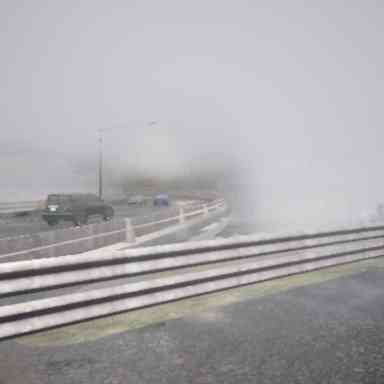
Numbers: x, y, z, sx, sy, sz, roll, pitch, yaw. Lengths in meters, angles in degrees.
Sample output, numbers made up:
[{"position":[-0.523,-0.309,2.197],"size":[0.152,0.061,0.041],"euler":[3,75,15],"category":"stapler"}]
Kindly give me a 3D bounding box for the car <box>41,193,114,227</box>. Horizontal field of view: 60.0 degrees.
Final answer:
[{"position":[-7.212,1.060,21.556],"size":[2.150,2.045,5.566],"euler":[0,1,15],"category":"car"}]

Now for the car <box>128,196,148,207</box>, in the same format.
[{"position":[-7.203,1.195,44.746],"size":[2.033,1.411,5.357],"euler":[0,0,2],"category":"car"}]

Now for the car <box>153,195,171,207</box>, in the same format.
[{"position":[-3.825,1.128,43.447],"size":[1.882,1.535,5.008],"euler":[0,0,3],"category":"car"}]
